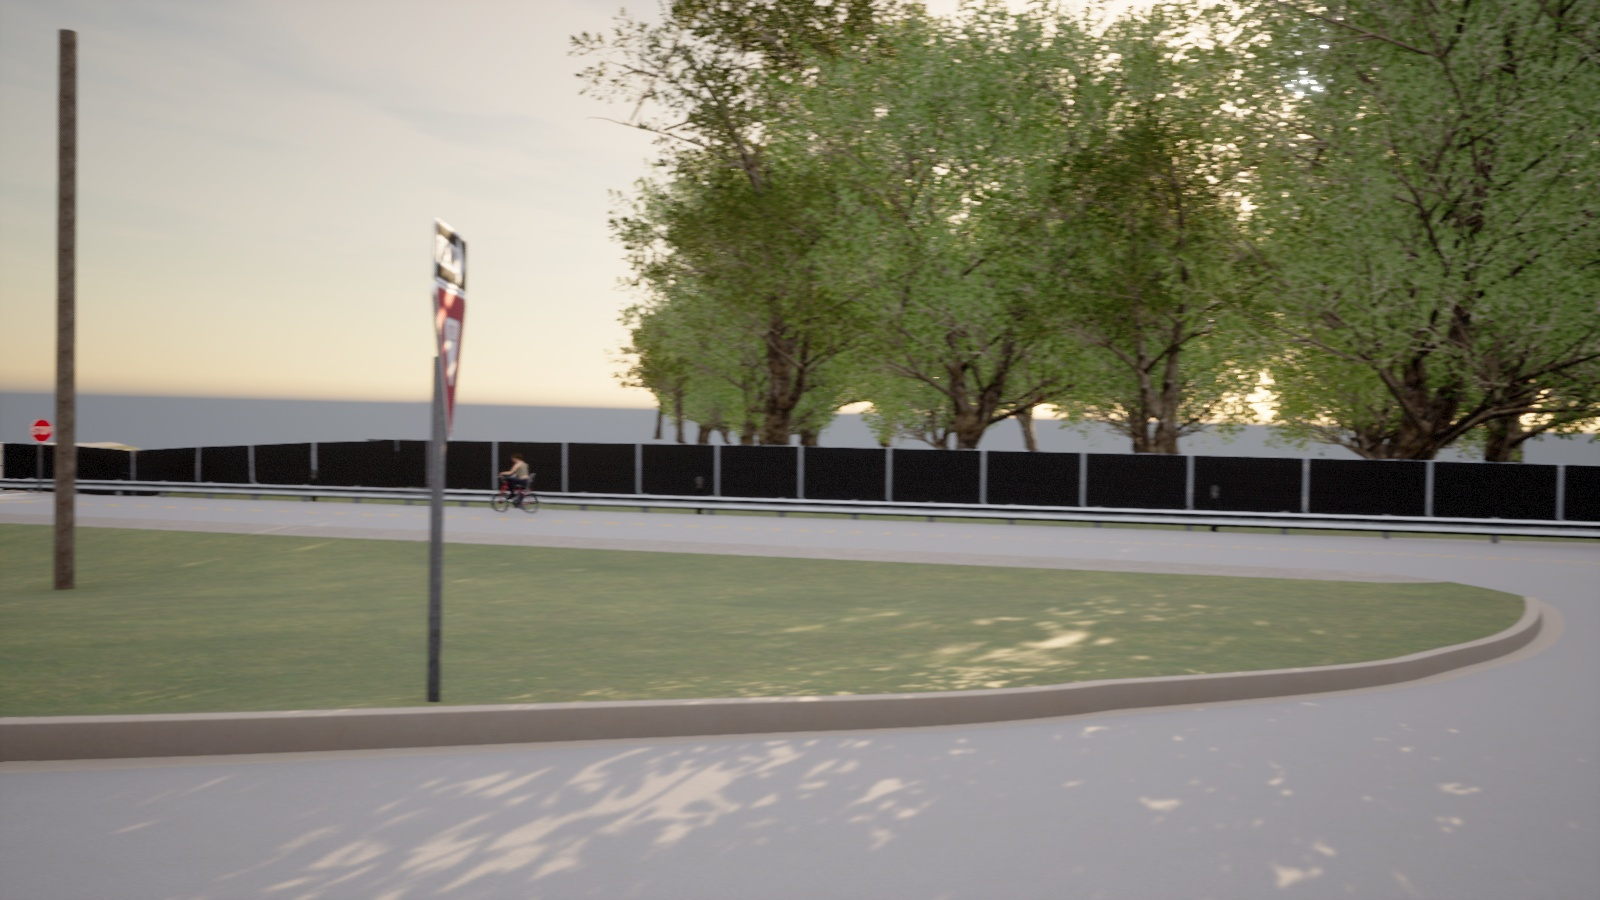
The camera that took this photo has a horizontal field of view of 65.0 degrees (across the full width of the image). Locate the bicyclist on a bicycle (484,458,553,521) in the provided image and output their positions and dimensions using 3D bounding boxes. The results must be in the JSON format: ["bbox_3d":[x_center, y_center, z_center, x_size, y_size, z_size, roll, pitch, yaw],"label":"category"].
[{"bbox_3d":[-7.467,1.039,33.324,1.509,1.612,0.866,0,1,24],"label":"bicyclist on a bicycle"}]
